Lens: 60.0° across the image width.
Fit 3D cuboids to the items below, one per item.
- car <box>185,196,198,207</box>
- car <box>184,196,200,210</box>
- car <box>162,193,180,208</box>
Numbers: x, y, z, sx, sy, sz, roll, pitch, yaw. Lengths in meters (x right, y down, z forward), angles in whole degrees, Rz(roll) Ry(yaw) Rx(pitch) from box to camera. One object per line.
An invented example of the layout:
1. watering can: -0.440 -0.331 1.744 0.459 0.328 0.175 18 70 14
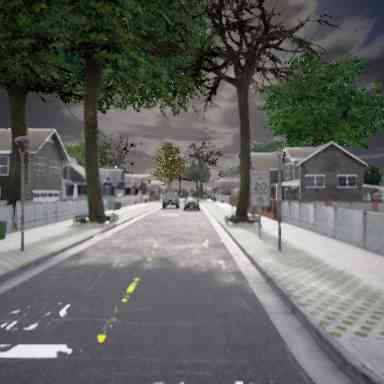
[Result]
1. car: -0.041 1.397 49.901 1.837 1.490 4.892 0 0 0
2. car: -0.031 1.403 39.810 1.812 1.442 4.674 0 0 0
3. car: -2.788 1.104 44.814 2.150 2.045 5.566 0 0 0
